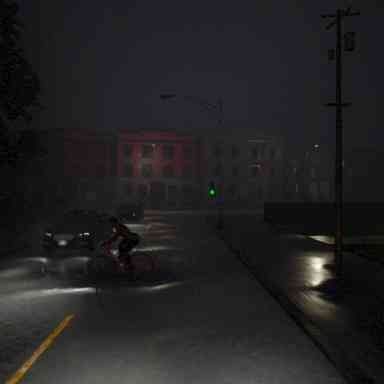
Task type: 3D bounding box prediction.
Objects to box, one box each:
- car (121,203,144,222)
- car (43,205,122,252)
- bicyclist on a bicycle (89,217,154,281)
[{"bbox_3d":[-4.919,1.547,26.321,2.033,1.411,5.357,0,0,-2],"label":"car"},{"bbox_3d":[-4.556,1.490,13.966,2.128,1.511,4.902,0,0,-2],"label":"car"},{"bbox_3d":[-1.806,1.451,8.422,1.656,1.620,0.582,-2,0,-2],"label":"bicyclist on a bicycle"}]
